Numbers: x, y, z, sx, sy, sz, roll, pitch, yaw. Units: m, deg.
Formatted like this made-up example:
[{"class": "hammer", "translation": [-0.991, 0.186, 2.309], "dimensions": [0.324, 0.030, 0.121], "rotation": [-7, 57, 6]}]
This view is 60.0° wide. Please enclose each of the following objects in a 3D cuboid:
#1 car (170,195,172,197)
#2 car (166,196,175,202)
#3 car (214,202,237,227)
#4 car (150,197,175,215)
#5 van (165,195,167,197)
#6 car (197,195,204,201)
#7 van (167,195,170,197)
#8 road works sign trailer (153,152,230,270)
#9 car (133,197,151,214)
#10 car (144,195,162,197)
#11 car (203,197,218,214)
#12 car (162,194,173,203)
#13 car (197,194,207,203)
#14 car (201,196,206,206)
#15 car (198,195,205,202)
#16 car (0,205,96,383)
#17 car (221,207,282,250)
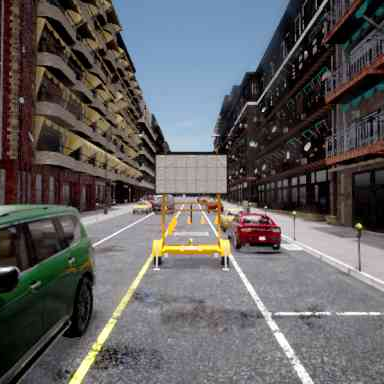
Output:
[{"class": "car", "translation": [-5.434, 1.494, 69.694], "dimensions": [2.192, 1.841, 5.009], "rotation": [1, 0, 0]}, {"class": "car", "translation": [-5.475, 1.822, 86.285], "dimensions": [1.947, 1.339, 4.313], "rotation": [1, 0, 0]}, {"class": "car", "translation": [2.545, 1.551, 20.044], "dimensions": [1.752, 1.417, 4.829], "rotation": [1, 0, 0]}, {"class": "car", "translation": [-2.822, 1.551, 34.721], "dimensions": [2.128, 1.511, 4.902], "rotation": [0, 0, 0]}, {"class": "van", "translation": [-5.399, 1.454, 53.101], "dimensions": [1.690, 1.788, 3.998], "rotation": [2, 0, 0]}, {"class": "car", "translation": [2.362, 1.726, 91.774], "dimensions": [1.967, 1.590, 4.097], "rotation": [1, 0, 0]}, {"class": "van", "translation": [-5.412, 1.474, 58.633], "dimensions": [1.690, 1.788, 3.998], "rotation": [1, 0, 0]}, {"class": "road works sign trailer", "translation": [-0.022, 0.475, 11.003], "dimensions": [2.380, 3.560, 2.880], "rotation": [0, 0, 0]}, {"class": "car", "translation": [-5.369, 1.589, 36.341], "dimensions": [1.752, 1.417, 4.829], "rotation": [2, 0, 0]}, {"class": "car", "translation": [-5.375, 1.394, 42.043], "dimensions": [2.192, 1.841, 5.009], "rotation": [2, 0, 0]}, {"class": "car", "translation": [2.510, 1.609, 36.464], "dimensions": [1.887, 1.381, 4.507], "rotation": [1, 0, 0]}, {"class": "car", "translation": [-5.445, 1.518, 75.224], "dimensions": [2.192, 1.841, 5.009], "rotation": [1, 0, 0]}, {"class": "car", "translation": [2.389, 1.543, 80.712], "dimensions": [2.192, 1.841, 5.009], "rotation": [1, 0, 0]}, {"class": "car", "translation": [2.498, 1.629, 41.996], "dimensions": [2.008, 1.369, 4.403], "rotation": [1, 0, 0]}, {"class": "car", "translation": [2.464, 1.678, 58.588], "dimensions": [1.887, 1.381, 4.507], "rotation": [1, 0, 0]}, {"class": "car", "translation": [-2.755, 1.225, 3.725], "dimensions": [2.150, 2.045, 5.566], "rotation": [0, 0, 0]}, {"class": "car", "translation": [2.557, 1.561, 14.342], "dimensions": [1.887, 1.381, 4.507], "rotation": [1, 0, 0]}]
